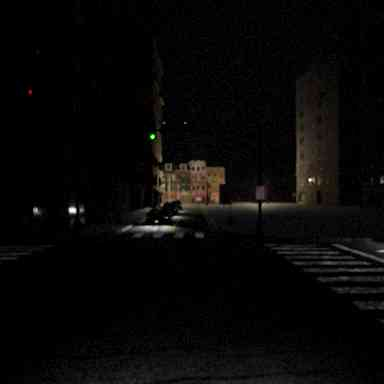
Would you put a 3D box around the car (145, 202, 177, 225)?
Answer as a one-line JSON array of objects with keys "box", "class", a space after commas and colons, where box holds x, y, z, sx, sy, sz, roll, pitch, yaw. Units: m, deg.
[{"box": [-2.609, 1.836, 27.289, 2.033, 1.411, 5.357, 0, -1, 0], "class": "car"}]

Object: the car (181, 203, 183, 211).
[{"box": [-2.441, 2.072, 51.226, 1.837, 1.490, 4.892, 0, -1, 1], "class": "car"}]

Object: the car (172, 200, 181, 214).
[{"box": [-2.540, 1.919, 38.318, 1.837, 1.490, 4.892, 0, -1, 0], "class": "car"}]

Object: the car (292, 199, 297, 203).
[{"box": [29.543, 2.420, 89.460, 5.008, 1.535, 1.882, 0, -1, -9], "class": "car"}]
